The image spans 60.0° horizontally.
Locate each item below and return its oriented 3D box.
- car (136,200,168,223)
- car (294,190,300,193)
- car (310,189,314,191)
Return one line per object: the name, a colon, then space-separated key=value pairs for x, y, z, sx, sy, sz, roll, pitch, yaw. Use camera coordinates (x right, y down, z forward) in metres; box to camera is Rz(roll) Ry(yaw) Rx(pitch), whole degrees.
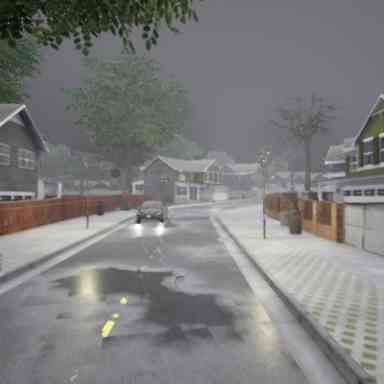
car: x=-2.782 y=1.335 z=23.955 sx=1.837 sy=1.490 sz=4.892 roll=0 pitch=0 yaw=1
car: x=20.520 y=0.421 z=64.040 sx=1.812 sy=1.442 sz=4.674 roll=-1 pitch=1 yaw=32
car: x=26.030 y=0.122 z=72.720 sx=2.128 sy=1.511 sz=4.902 roll=-1 pitch=1 yaw=32
